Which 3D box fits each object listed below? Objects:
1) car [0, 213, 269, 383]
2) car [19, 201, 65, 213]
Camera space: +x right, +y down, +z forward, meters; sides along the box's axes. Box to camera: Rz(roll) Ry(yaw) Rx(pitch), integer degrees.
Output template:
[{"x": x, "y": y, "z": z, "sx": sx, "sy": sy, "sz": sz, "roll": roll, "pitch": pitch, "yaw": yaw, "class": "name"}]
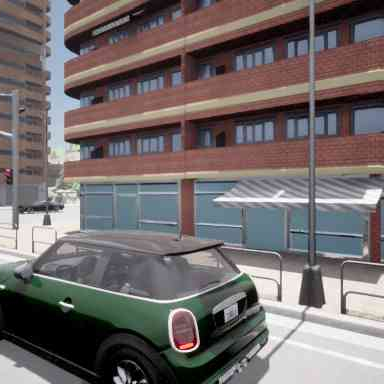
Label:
[{"x": -1.295, "y": 1.352, "z": 4.918, "sx": 4.553, "sy": 1.767, "sz": 2.097, "roll": 0, "pitch": 0, "yaw": 36, "class": "car"}, {"x": -16.291, "y": 1.601, "z": 35.728, "sx": 1.895, "sy": 1.301, "sz": 4.718, "roll": 0, "pitch": 0, "yaw": 36, "class": "car"}]
